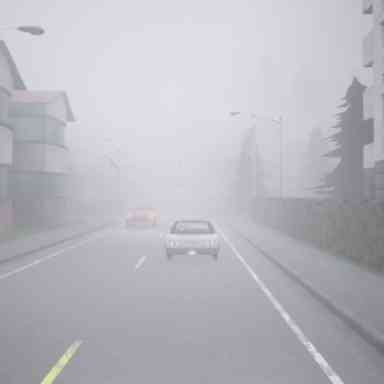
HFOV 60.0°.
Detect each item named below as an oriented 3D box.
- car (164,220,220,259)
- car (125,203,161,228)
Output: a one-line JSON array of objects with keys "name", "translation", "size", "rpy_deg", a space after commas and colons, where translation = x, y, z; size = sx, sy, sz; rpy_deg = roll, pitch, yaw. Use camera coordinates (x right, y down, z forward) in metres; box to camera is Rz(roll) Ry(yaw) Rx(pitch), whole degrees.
[{"name": "car", "translation": [0.018, 1.747, 13.221], "size": [1.895, 1.301, 4.718], "rpy_deg": [0, -1, 0]}, {"name": "car", "translation": [-3.508, 1.622, 24.571], "size": [2.097, 1.767, 4.553], "rpy_deg": [0, -1, 0]}]
